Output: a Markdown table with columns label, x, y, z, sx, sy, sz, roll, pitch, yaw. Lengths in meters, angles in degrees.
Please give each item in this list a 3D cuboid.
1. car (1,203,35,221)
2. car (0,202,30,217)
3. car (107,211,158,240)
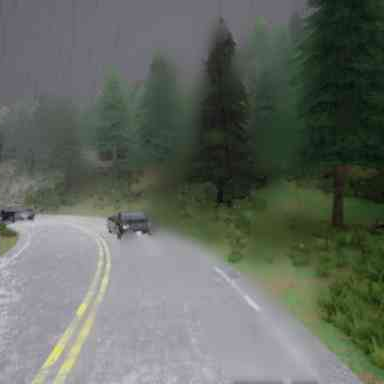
| label | x | y | z | sx | sy | sz | roll | pitch | yaw |
| --- | --- | --- | --- | --- | --- | --- | --- | --- | --- |
| car | -16.176 | 2.023 | 30.761 | 2.128 | 1.511 | 4.902 | -5 | 2 | -43 |
| car | -22.265 | 2.147 | 41.546 | 5.008 | 1.535 | 1.882 | -2 | 2 | 44 |
| car | -3.325 | 1.631 | 17.590 | 1.895 | 1.301 | 4.718 | -2 | 0 | -22 |
